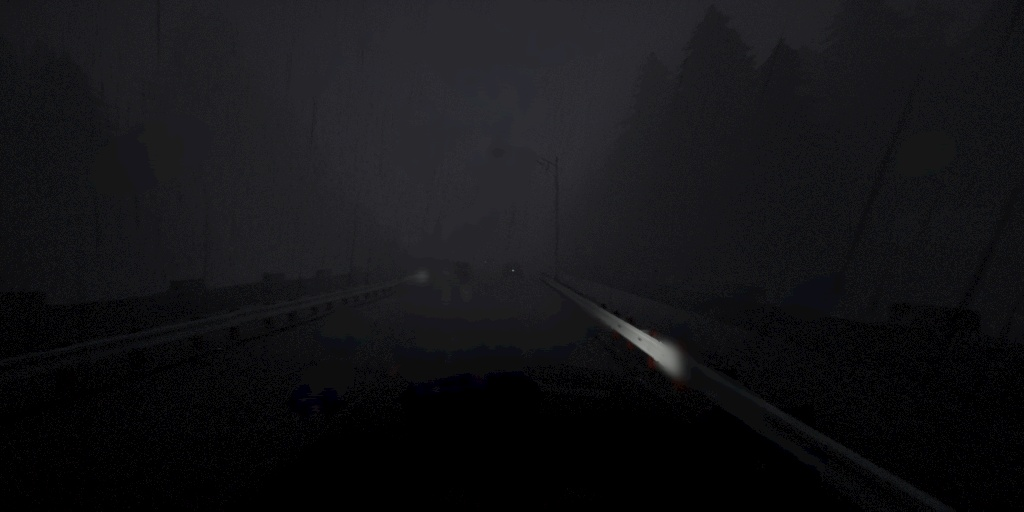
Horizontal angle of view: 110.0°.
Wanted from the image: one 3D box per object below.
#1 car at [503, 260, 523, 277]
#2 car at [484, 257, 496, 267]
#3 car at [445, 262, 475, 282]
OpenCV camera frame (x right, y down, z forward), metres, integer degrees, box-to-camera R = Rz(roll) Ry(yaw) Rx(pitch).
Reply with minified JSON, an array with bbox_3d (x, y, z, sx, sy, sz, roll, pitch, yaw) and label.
[{"bbox_3d":[0.097,1.324,35.486,1.994,1.385,4.181,0,0,0],"label":"car"},{"bbox_3d":[-4.008,1.127,65.400,2.097,1.767,4.553,0,0,0],"label":"car"},{"bbox_3d":[-4.090,1.265,28.672,1.837,1.490,4.892,0,-1,0],"label":"car"}]
